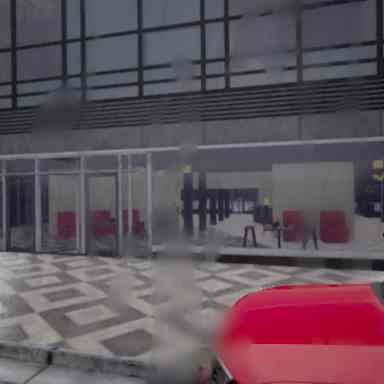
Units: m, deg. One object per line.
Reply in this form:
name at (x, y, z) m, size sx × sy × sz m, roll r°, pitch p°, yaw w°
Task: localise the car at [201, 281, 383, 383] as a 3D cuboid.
car at (2.783, 1.225, 2.065) m, size 5.566 × 2.045 × 2.150 m, roll 0°, pitch 0°, yaw 14°
